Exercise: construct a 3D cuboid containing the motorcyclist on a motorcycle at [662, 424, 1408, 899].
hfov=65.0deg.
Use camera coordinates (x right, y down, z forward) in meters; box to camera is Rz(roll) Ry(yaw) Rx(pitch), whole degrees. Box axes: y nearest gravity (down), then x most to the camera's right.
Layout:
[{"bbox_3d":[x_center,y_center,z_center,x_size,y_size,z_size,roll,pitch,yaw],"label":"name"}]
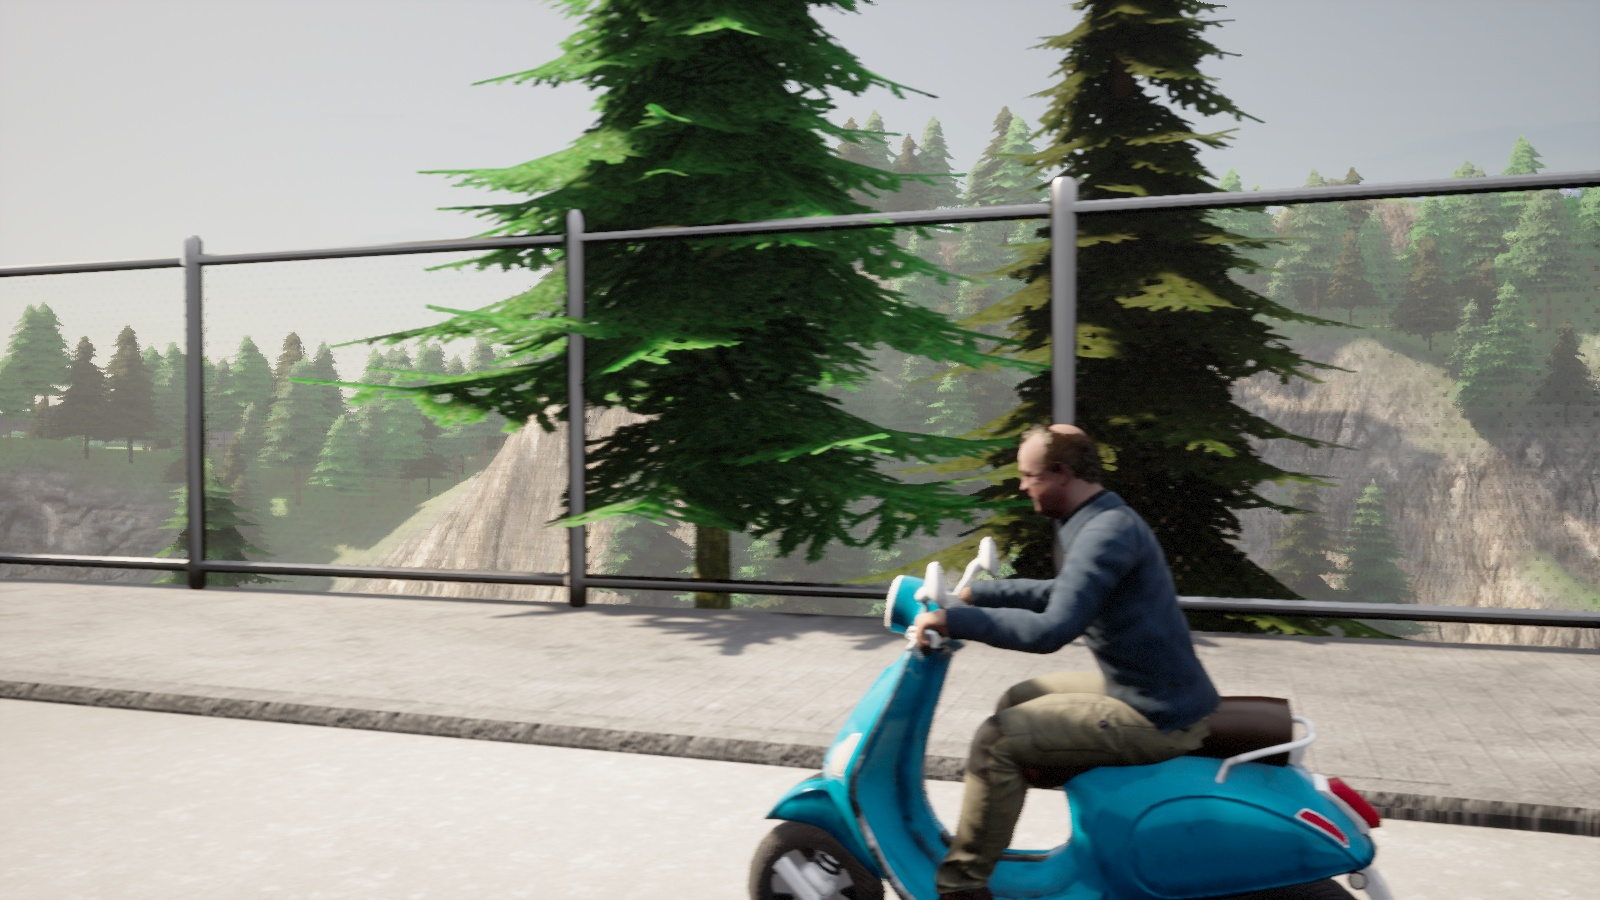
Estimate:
[{"bbox_3d":[0.627,0.726,3.508,1.817,1.590,0.866,1,1,19],"label":"motorcyclist on a motorcycle"}]
